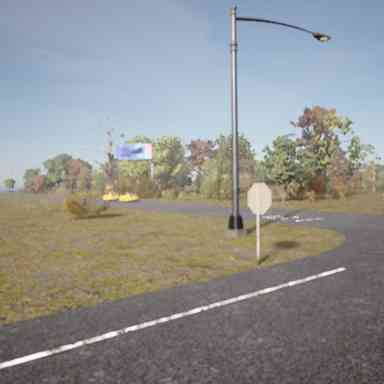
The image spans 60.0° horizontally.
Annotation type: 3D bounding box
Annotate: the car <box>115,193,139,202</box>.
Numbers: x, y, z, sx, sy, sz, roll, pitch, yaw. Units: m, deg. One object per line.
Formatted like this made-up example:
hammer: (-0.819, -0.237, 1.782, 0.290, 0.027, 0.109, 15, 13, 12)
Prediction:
car: (-10.468, 0.873, 55.093, 1.882, 1.535, 5.008, -1, 1, -33)

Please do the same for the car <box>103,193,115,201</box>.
car: (-15.031, 0.854, 61.844, 1.882, 1.535, 5.008, -1, 1, -34)
